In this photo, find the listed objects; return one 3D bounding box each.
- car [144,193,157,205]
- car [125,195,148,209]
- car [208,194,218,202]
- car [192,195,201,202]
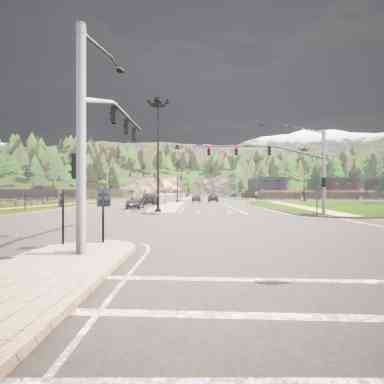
[{"bbox_3d":[-7.348,1.222,57.440,2.150,2.045,5.566,0,0,2],"label":"car"},{"bbox_3d":[-7.573,1.491,44.319,2.128,1.511,4.902,0,0,1],"label":"car"},{"bbox_3d":[4.377,1.188,69.710,2.097,1.767,4.553,0,0,1],"label":"car"},{"bbox_3d":[0.878,1.358,69.786,2.128,1.511,4.902,0,0,1],"label":"car"}]
